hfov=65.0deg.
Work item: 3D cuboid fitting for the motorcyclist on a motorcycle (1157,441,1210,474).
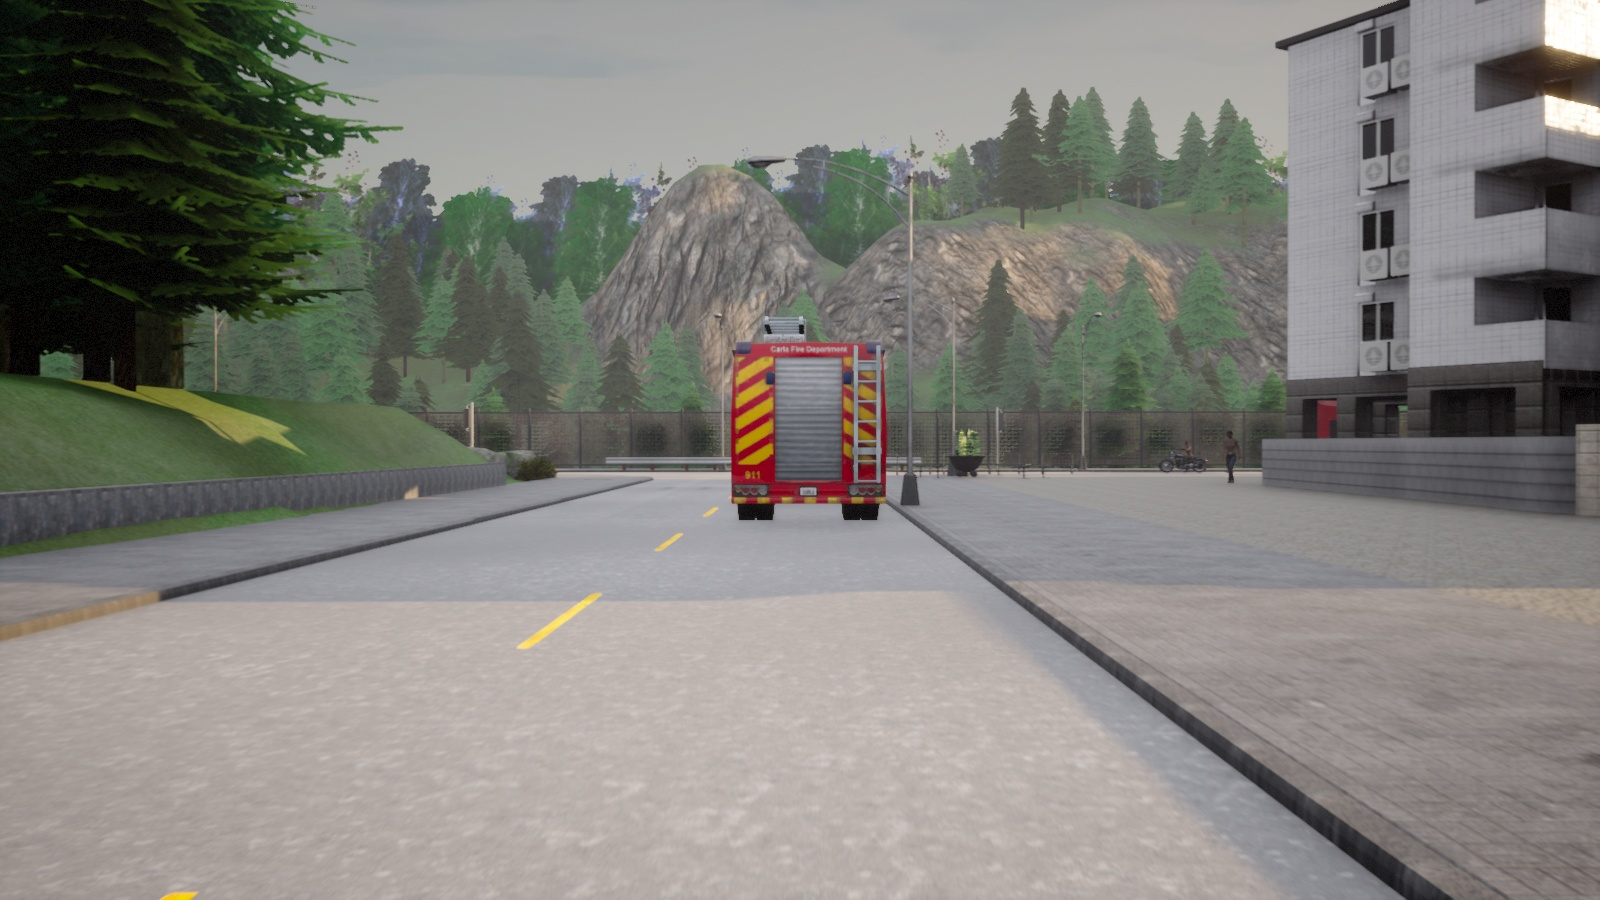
[{"bbox_3d":[18.875,0.364,61.802,2.350,1.649,0.766,0,0,0],"label":"motorcyclist on a motorcycle"}]

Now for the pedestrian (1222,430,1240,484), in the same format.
[{"bbox_3d":[14.423,0.231,42.016,0.328,1.805,0.869,0,0,34],"label":"pedestrian"}]

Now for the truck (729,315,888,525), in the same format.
[{"bbox_3d":[0.173,-0.571,27.100,2.891,3.827,8.468,0,0,0],"label":"truck"}]
